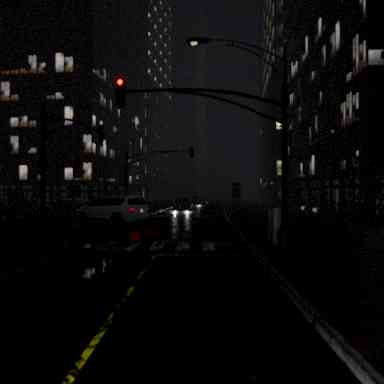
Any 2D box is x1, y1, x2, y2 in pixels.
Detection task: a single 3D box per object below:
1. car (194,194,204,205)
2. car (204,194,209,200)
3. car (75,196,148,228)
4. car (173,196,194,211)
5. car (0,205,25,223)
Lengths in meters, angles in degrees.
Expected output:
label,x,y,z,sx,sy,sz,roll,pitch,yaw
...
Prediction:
label,x,y,z,sx,sy,sz,roll,pitch,yaw
car,0.514,1.439,57.098,1.812,1.442,4.674,0,0,7
car,2.685,1.206,72.677,2.097,1.767,4.553,0,0,9
car,-5.593,1.292,23.044,5.566,2.045,2.150,0,0,32
car,-1.183,1.476,40.838,1.812,1.442,4.674,0,0,5
car,-16.425,1.840,28.247,4.403,1.369,2.008,-1,1,10
